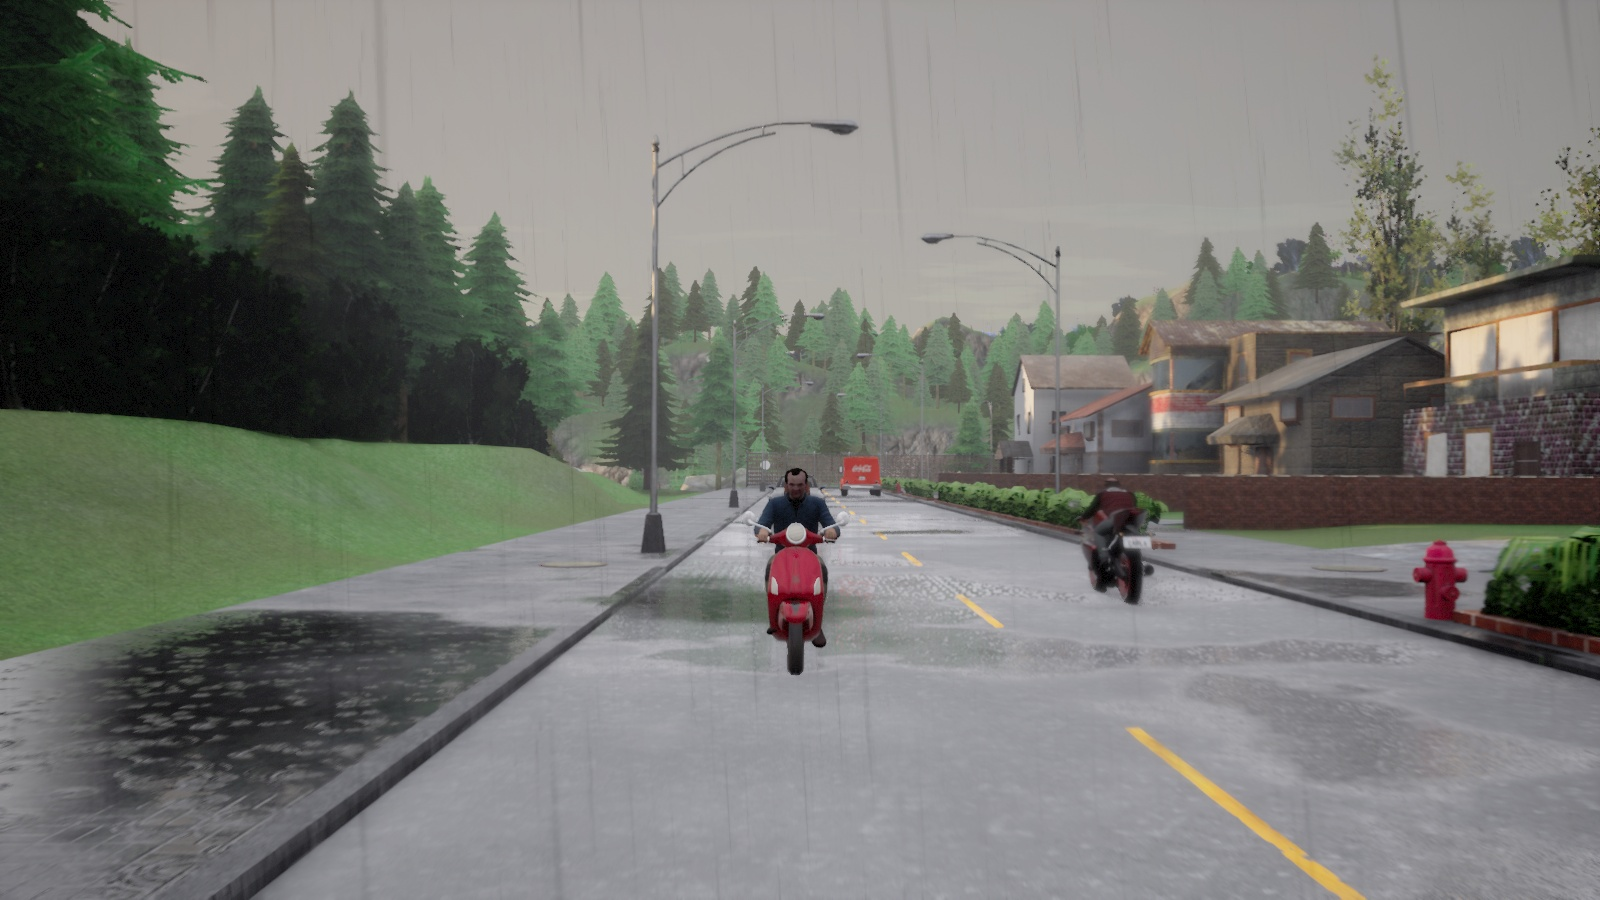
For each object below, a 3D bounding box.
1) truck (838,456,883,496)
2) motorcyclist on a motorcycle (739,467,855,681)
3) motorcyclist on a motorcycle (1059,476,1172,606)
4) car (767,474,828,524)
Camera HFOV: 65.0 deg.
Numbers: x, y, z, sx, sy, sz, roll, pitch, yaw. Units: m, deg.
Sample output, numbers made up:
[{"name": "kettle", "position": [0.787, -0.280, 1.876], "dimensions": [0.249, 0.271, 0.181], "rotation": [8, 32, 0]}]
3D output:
[{"name": "truck", "position": [3.852, 1.665, 80.786], "dimensions": [2.627, 2.467, 5.204], "rotation": [0, -1, 0]}, {"name": "motorcyclist on a motorcycle", "position": [-0.025, 0.941, 10.313], "dimensions": [0.866, 1.590, 1.817], "rotation": [0, -1, 0]}, {"name": "motorcyclist on a motorcycle", "position": [3.961, 1.101, 15.969], "dimensions": [0.866, 1.530, 2.191], "rotation": [0, -1, 0]}, {"name": "car", "position": [-0.083, 1.490, 39.486], "dimensions": [1.816, 1.474, 4.193], "rotation": [0, -1, 0]}]
